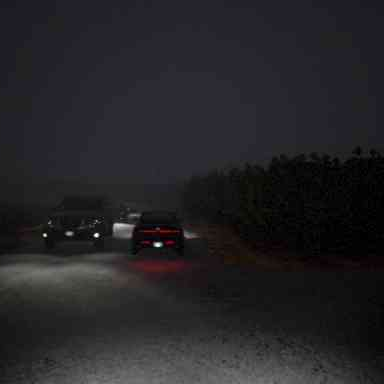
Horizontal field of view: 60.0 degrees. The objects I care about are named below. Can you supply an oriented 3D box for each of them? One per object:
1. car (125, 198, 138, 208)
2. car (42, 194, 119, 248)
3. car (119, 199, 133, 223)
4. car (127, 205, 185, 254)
[{"bbox_3d":[-6.628,1.394,34.493,1.812,1.442,4.674,1,0,-5],"label":"car"},{"bbox_3d":[-4.742,1.133,14.699,2.150,2.045,5.566,1,0,-7],"label":"car"},{"bbox_3d":[-5.707,1.454,24.458,1.994,1.385,4.181,1,0,-5],"label":"car"},{"bbox_3d":[-1.346,1.474,13.348,1.837,1.490,4.892,1,0,-5],"label":"car"}]
